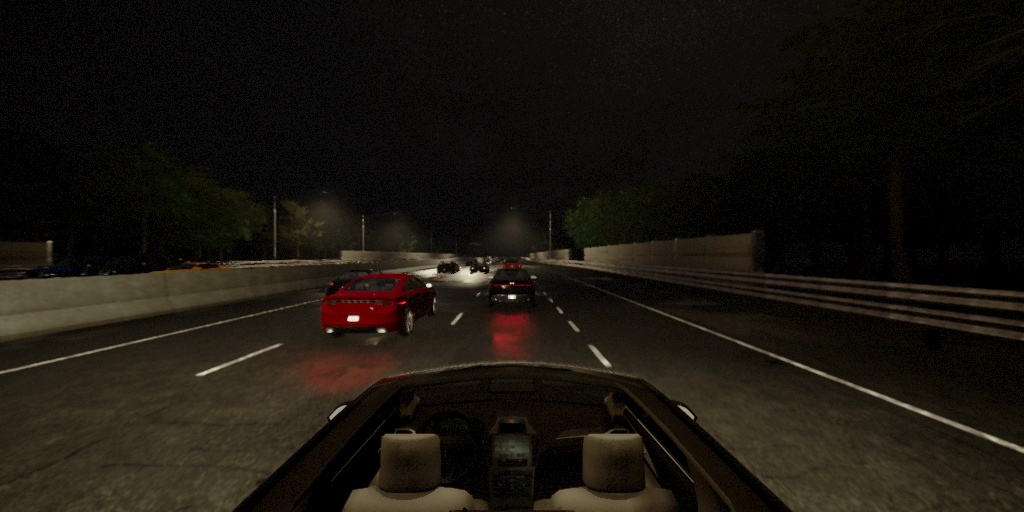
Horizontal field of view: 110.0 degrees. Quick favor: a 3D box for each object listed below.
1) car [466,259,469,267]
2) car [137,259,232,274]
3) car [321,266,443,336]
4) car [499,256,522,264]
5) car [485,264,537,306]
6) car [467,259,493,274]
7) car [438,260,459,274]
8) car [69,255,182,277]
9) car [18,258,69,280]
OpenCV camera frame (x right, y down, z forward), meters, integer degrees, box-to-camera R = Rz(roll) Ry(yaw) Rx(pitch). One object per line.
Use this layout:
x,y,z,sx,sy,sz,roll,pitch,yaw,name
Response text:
-6.989,1.176,63.479,1.882,1.535,5.008,0,0,0,car
-20.997,1.141,23.630,1.882,1.535,5.008,0,0,0,car
-3.497,1.230,10.386,1.882,1.535,5.008,0,0,0,car
0.007,1.073,39.546,2.097,1.767,4.553,0,0,0,car
0.003,1.256,15.619,1.837,1.490,4.892,0,0,0,car
-3.492,1.323,39.618,1.895,1.301,4.718,0,0,0,car
-6.993,1.214,39.609,2.128,1.511,4.902,0,0,0,car
-24.497,0.962,23.601,2.150,2.045,5.566,0,0,0,car
-27.997,1.062,23.602,2.150,2.045,5.566,0,0,0,car
